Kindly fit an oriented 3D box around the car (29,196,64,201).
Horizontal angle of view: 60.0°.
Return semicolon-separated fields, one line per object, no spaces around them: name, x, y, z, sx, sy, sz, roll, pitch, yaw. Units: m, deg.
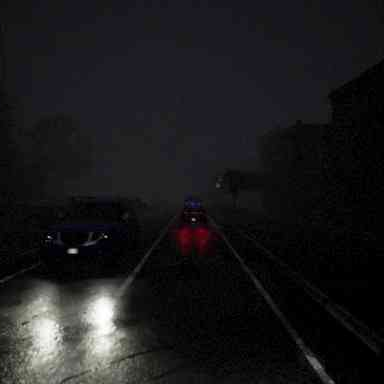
car;-8.866;1.340;25.373;5.566;2.045;2.435;0;-1;0

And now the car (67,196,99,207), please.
car;-21.909;1.917;67.037;5.566;2.045;2.435;0;-1;0

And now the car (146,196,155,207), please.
car;-8.870;1.662;50.600;5.566;2.045;2.435;0;-1;0

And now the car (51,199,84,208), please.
car;-21.924;2.034;58.804;5.008;1.535;2.097;0;-1;0

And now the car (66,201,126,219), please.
car;-8.840;1.649;30.974;4.892;1.521;2.231;0;-1;0

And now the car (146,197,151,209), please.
car;-8.834;1.874;47.793;5.008;1.535;2.097;0;-1;0

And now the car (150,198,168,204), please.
car;-8.850;2.432;89.836;4.553;1.767;2.185;0;-1;0

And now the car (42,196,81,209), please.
car;-21.899;1.740;56.021;5.566;2.045;2.435;0;-1;0

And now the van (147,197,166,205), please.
van;-8.756;2.188;81.429;4.442;1.987;1.878;0;-1;0

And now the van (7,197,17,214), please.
van;-22.028;1.493;36.525;4.442;1.987;1.878;0;-1;0

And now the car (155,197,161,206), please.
car;-8.848;2.080;61.808;5.008;1.535;2.097;0;-1;0

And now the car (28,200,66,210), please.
car;-21.892;1.942;50.449;4.792;1.488;2.163;0;-1;0

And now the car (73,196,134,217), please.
car;-8.861;1.432;33.783;5.566;2.045;2.435;0;-1;0

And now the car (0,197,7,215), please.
car;-21.881;1.557;33.744;4.553;1.767;2.185;0;-1;0

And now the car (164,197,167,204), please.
car;-8.838;2.347;75.819;4.792;1.488;2.163;0;-1;0

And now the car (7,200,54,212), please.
car;-21.731;1.832;44.879;5.366;1.575;1.946;0;-1;0

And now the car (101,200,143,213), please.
car;-8.829;1.798;42.188;4.892;1.521;2.231;0;-1;0

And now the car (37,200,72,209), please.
car;-21.953;1.980;53.234;4.792;1.488;2.163;0;-1;0

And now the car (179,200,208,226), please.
car;0.108;1.595;24.011;2.128;1.511;4.902;0;0;0

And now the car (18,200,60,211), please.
car;-21.913;1.873;47.665;5.008;1.535;2.097;0;-1;0

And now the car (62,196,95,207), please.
car;-21.906;1.872;64.375;5.566;2.045;2.435;0;-1;0

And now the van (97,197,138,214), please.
van;-8.717;1.532;39.387;4.442;1.987;1.878;0;-1;0

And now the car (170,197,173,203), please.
car;-8.855;2.354;92.641;5.566;2.045;2.435;0;-1;0

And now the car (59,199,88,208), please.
car;-21.930;2.115;61.463;4.674;1.452;2.002;0;-1;0

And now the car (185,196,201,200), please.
car;0.118;1.523;40.084;2.150;2.045;5.566;0;-1;0

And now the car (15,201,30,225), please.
car;-8.834;1.569;22.570;4.892;1.521;2.231;0;0;0

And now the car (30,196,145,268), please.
car;-3.246;1.269;11.825;2.150;2.045;5.566;0;0;0
